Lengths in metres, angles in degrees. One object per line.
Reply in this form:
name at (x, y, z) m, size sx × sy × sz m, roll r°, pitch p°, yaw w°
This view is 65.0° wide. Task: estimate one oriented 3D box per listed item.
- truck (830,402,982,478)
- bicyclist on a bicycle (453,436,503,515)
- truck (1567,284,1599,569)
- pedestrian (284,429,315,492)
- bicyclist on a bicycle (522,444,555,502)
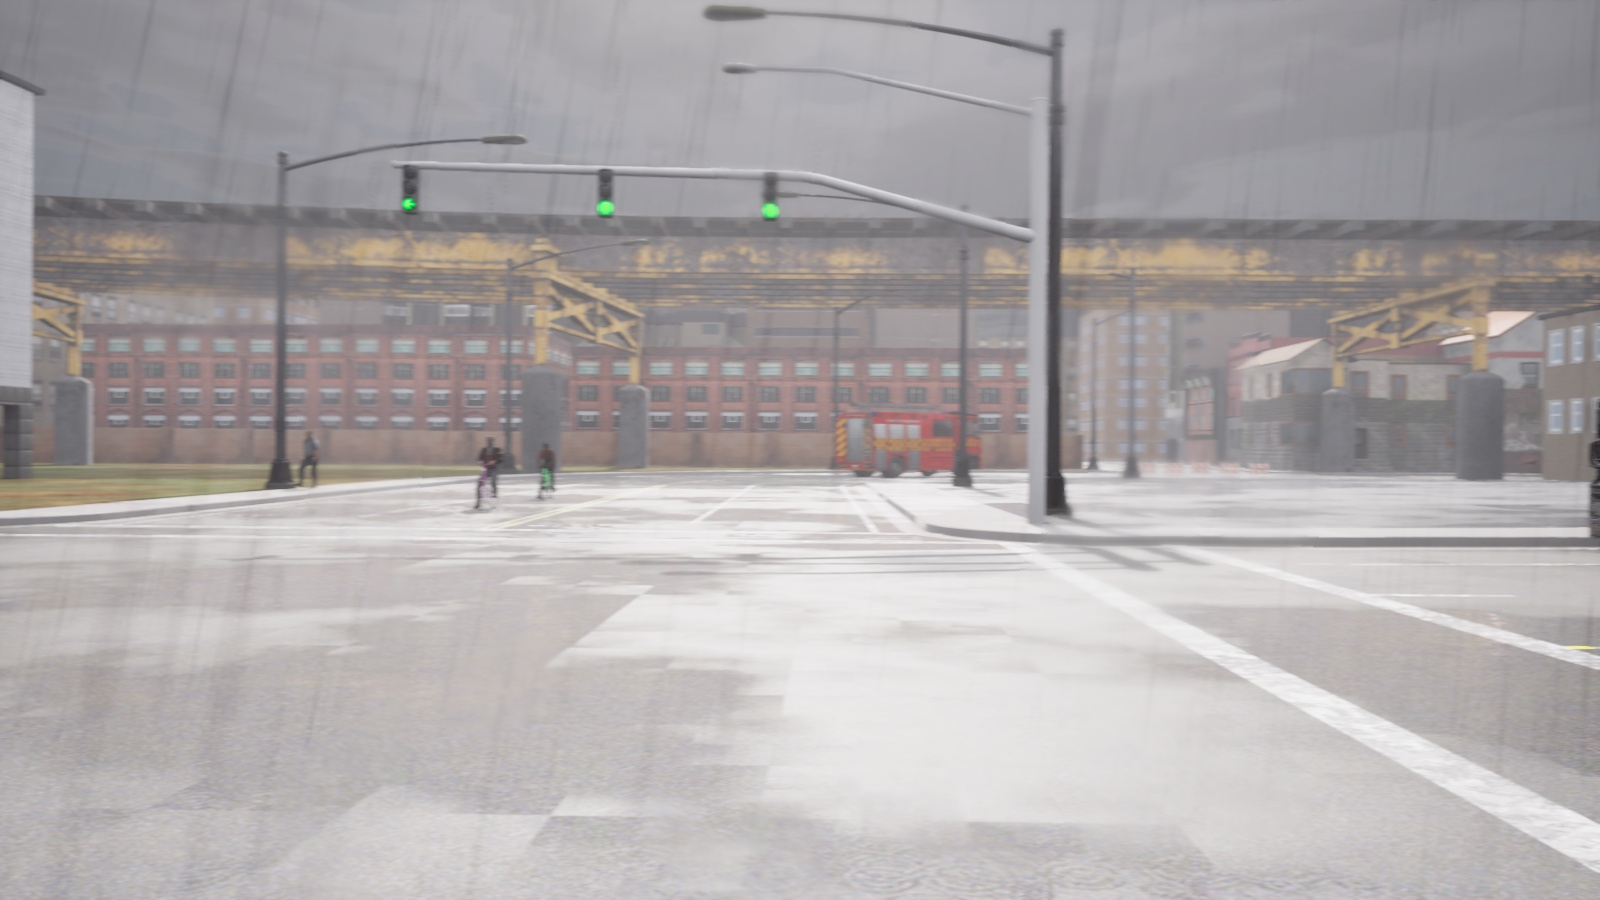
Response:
truck at (5.723, -0.495, 66.591) m, size 8.468 × 3.827 × 2.891 m, roll 0°, pitch 0°, yaw -41°
bicyclist on a bicycle at (-7.482, 0.572, 29.275) m, size 0.659 × 1.776 × 1.843 m, roll 0°, pitch 0°, yaw 1°
truck at (13.644, -0.318, 14.341) m, size 7.936 × 3.462 × 2.891 m, roll -1°, pitch 0°, yaw 1°
pedestrian at (-14.938, 0.317, 37.513) m, size 0.540 × 1.848 × 0.694 m, roll 0°, pitch 0°, yaw 19°
bicyclist on a bicycle at (-7.456, 0.641, 35.863) m, size 0.582 × 1.620 × 1.656 m, roll 0°, pitch 0°, yaw 0°
